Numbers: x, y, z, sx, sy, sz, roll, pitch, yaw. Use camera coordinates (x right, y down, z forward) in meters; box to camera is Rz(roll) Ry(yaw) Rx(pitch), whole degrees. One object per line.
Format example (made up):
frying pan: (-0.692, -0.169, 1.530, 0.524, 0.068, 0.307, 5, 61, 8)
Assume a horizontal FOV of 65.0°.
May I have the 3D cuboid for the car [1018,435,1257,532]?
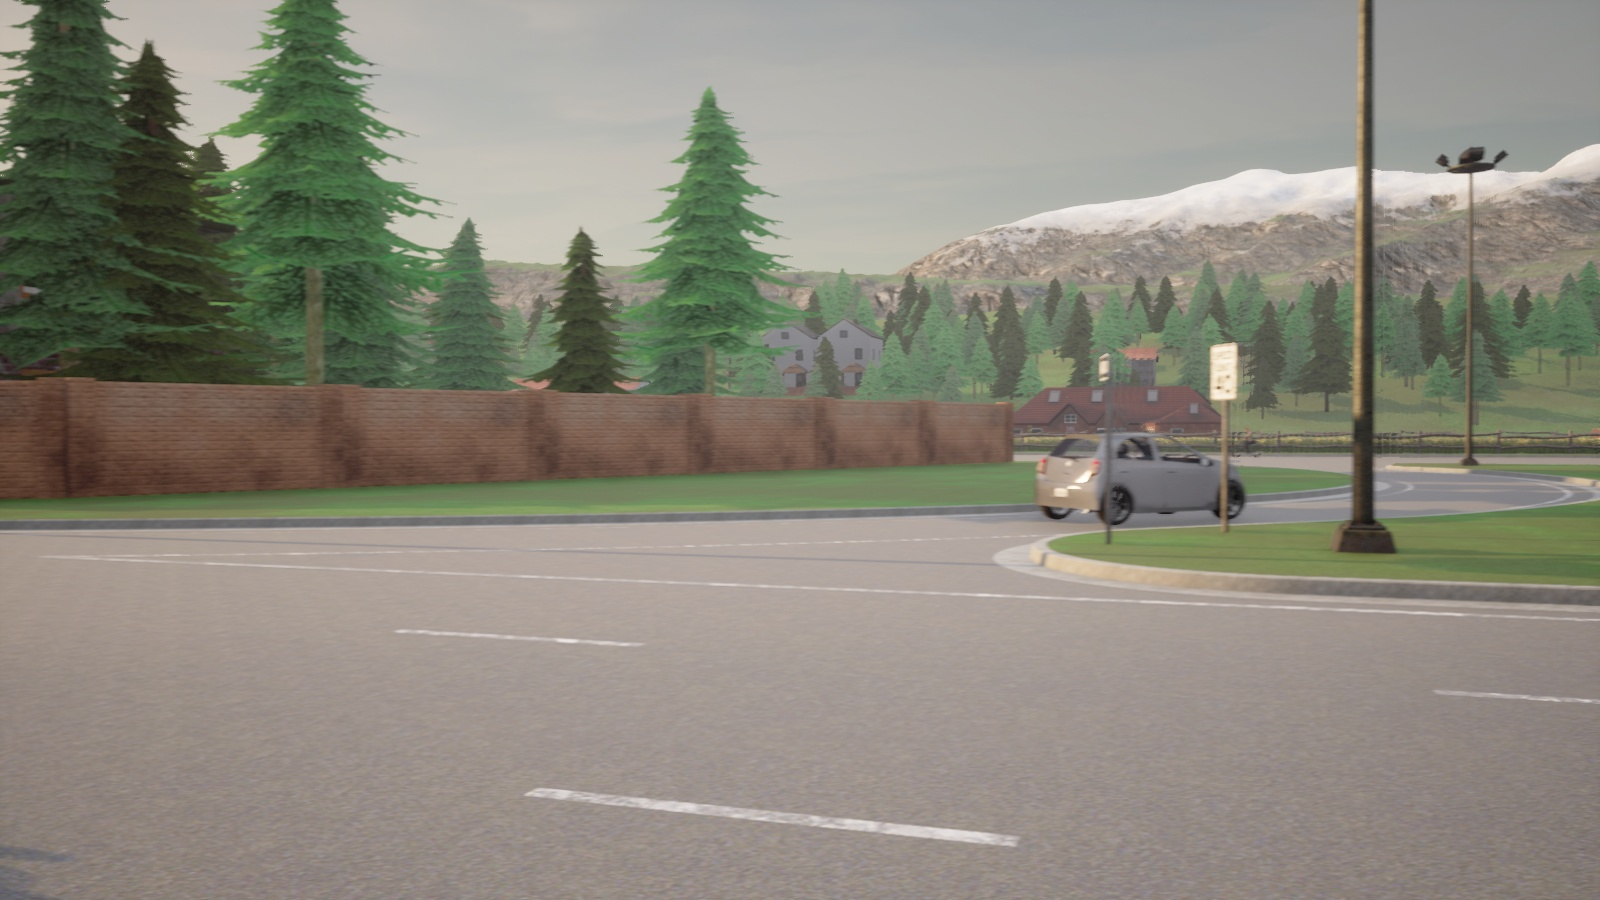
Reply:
car: (5.752, 0.515, 21.389, 3.633, 1.501, 1.845, 0, 1, -28)
